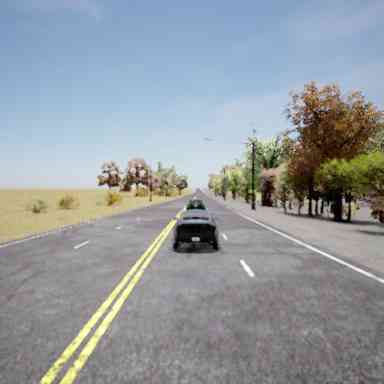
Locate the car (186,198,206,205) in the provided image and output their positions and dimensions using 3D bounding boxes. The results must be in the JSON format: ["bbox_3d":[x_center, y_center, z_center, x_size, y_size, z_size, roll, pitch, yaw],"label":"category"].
[{"bbox_3d":[0.450,1.496,36.989,2.097,1.767,4.553,0,0,1],"label":"car"}]

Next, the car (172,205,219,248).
[{"bbox_3d":[0.165,1.570,15.137,1.837,1.490,4.892,0,0,0],"label":"car"}]
